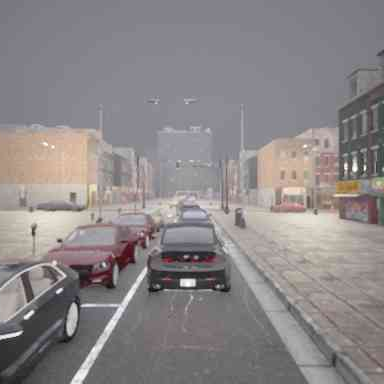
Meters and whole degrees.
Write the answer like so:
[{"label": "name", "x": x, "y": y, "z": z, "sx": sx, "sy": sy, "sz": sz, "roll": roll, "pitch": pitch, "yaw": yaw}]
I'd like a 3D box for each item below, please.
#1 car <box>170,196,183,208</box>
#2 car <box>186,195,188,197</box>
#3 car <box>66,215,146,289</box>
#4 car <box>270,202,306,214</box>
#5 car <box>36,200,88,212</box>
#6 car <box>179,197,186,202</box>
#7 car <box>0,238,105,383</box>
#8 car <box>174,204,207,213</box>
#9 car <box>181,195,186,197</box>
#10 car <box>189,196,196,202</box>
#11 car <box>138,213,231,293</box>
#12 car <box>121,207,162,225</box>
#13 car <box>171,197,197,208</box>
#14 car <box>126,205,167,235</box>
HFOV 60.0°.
[{"label": "car", "x": -2.572, "y": 1.760, "z": 52.080, "sx": 1.752, "sy": 1.417, "sz": 4.829, "roll": 0, "pitch": 0, "yaw": 0}, {"label": "car", "x": -2.541, "y": 1.930, "z": 79.299, "sx": 1.752, "sy": 1.417, "sz": 4.829, "roll": 0, "pitch": 0, "yaw": 0}, {"label": "car", "x": -2.622, "y": 1.576, "z": 9.304, "sx": 1.887, "sy": 1.381, "sz": 4.507, "roll": 0, "pitch": 0, "yaw": 0}, {"label": "car", "x": 11.621, "y": 1.880, "z": 40.467, "sx": 4.181, "sy": 1.385, "sz": 1.994, "roll": 1, "pitch": -1, "yaw": 1}, {"label": "car", "x": -14.608, "y": 1.599, "z": 37.428, "sx": 5.357, "sy": 1.411, "sz": 2.033, "roll": 0, "pitch": -1, "yaw": 2}, {"label": "car", "x": -2.528, "y": 2.024, "z": 90.357, "sx": 1.887, "sy": 1.381, "sz": 4.507, "roll": 0, "pitch": 0, "yaw": 0}, {"label": "car", "x": -2.628, "y": 1.563, "z": 3.810, "sx": 2.008, "sy": 1.369, "sz": 4.403, "roll": 0, "pitch": 0, "yaw": 0}, {"label": "car", "x": 0.113, "y": 1.590, "z": 17.736, "sx": 1.812, "sy": 1.442, "sz": 4.674, "roll": 0, "pitch": 0, "yaw": 0}, {"label": "car", "x": -2.565, "y": 1.582, "z": 57.694, "sx": 2.192, "sy": 1.841, "sz": 5.009, "roll": 0, "pitch": 0, "yaw": 0}, {"label": "car", "x": 0.111, "y": 1.999, "z": 93.168, "sx": 1.837, "sy": 1.490, "sz": 4.892, "roll": 0, "pitch": 0, "yaw": 0}, {"label": "car", "x": -0.048, "y": 1.535, "z": 8.908, "sx": 1.837, "sy": 1.490, "sz": 4.892, "roll": 0, "pitch": 0, "yaw": 1}, {"label": "car", "x": -2.616, "y": 1.597, "z": 14.799, "sx": 1.887, "sy": 1.381, "sz": 4.507, "roll": 0, "pitch": 0, "yaw": 0}, {"label": "car", "x": -0.535, "y": 1.614, "z": 33.553, "sx": 1.882, "sy": 1.535, "sz": 5.008, "roll": 1, "pitch": 0, "yaw": -11}, {"label": "car", "x": -2.610, "y": 1.600, "z": 20.122, "sx": 1.752, "sy": 1.417, "sz": 4.829, "roll": 0, "pitch": 0, "yaw": 0}]
